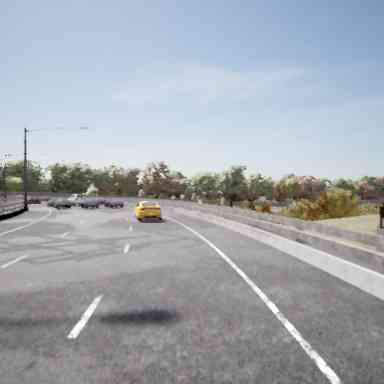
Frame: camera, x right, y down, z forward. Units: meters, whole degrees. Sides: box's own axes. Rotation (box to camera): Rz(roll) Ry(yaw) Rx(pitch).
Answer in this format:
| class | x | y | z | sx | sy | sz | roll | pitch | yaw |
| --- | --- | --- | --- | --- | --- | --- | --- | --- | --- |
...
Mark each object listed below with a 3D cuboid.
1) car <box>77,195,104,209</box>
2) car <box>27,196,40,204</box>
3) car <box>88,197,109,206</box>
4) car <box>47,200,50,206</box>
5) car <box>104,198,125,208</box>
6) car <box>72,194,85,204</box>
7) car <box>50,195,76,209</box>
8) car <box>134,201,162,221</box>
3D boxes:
| class | x | y | z | sx | sy | sz | roll | pitch | yaw |
| --- | --- | --- | --- | --- | --- | --- | --- | --- | --- |
| car | -14.545 | 1.589 | 47.431 | 2.128 | 1.511 | 4.902 | 0 | 0 | -28 |
| car | -33.693 | 1.581 | 69.992 | 2.097 | 1.767 | 4.553 | 0 | 0 | -42 |
| car | -16.466 | 1.658 | 58.308 | 2.033 | 1.411 | 5.357 | 0 | 0 | -33 |
| car | -22.480 | 1.715 | 54.726 | 1.994 | 1.385 | 4.181 | 0 | 0 | -33 |
| car | -11.485 | 1.625 | 49.118 | 2.033 | 1.411 | 5.357 | 0 | 0 | -28 |
| car | -19.492 | 1.348 | 56.542 | 2.150 | 2.045 | 5.566 | 0 | 0 | -33 |
| car | -18.350 | 1.615 | 47.196 | 2.128 | 1.511 | 4.902 | 0 | 0 | -28 |
| car | -3.745 | 1.520 | 27.894 | 1.882 | 1.535 | 5.008 | 0 | 0 | -14 |
